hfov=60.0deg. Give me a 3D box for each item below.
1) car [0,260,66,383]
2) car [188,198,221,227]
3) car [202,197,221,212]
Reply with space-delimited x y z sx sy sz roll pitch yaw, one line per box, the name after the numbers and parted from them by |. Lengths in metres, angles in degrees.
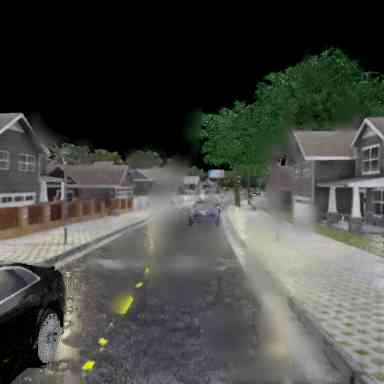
-2.779 1.496 2.972 2.128 1.511 4.902 0 0 1 | car
0.921 1.421 23.683 2.097 1.767 4.553 0 0 4 | car
2.463 1.505 41.309 2.097 1.767 4.553 0 0 6 | car
